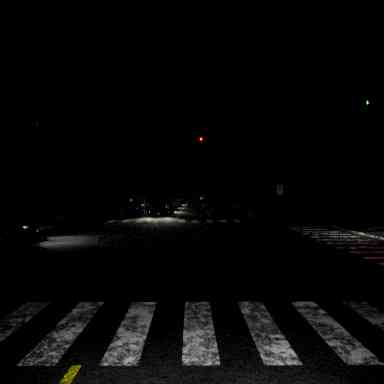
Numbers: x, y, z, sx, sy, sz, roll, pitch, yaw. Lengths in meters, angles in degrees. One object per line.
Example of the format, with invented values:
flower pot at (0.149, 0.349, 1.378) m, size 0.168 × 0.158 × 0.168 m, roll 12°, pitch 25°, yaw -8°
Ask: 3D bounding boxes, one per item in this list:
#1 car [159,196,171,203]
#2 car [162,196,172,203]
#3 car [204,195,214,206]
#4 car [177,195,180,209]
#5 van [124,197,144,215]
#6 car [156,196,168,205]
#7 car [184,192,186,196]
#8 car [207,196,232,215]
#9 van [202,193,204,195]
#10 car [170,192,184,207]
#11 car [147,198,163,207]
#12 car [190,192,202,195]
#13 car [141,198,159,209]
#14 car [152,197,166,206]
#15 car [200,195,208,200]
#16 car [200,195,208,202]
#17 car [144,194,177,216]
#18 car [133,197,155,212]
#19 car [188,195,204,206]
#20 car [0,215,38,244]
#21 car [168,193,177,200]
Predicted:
car at (-5.441, 1.566, 67.382) m, size 1.947 × 1.339 × 4.313 m, roll 0°, pitch 0°, yaw 0°
car at (-5.406, 1.543, 73.049) m, size 1.887 × 1.381 × 4.507 m, roll 0°, pitch 0°, yaw 0°
car at (2.942, 1.443, 44.659) m, size 1.967 × 1.590 × 4.097 m, roll 0°, pitch 0°, yaw 0°
car at (-2.840, 1.481, 42.009) m, size 1.882 × 1.535 × 5.008 m, roll 0°, pitch 0°, yaw 1°
van at (-5.654, 1.343, 33.372) m, size 1.690 × 1.788 × 3.998 m, roll 0°, pitch 0°, yaw 0°
car at (-5.478, 1.527, 61.543) m, size 1.752 × 1.417 × 4.829 m, roll 0°, pitch 0°, yaw 0°
car at (-2.666, 1.354, 62.362) m, size 2.097 × 1.767 × 4.553 m, roll 0°, pitch 0°, yaw 1°
car at (2.871, 1.442, 33.321) m, size 1.967 × 1.590 × 4.097 m, roll 0°, pitch 0°, yaw 0°
van at (3.013, 1.344, 55.998) m, size 1.690 × 1.788 × 3.998 m, roll 0°, pitch 0°, yaw 0°
car at (-2.772, 1.225, 52.136) m, size 2.150 × 2.045 × 5.566 m, roll 0°, pitch 0°, yaw 1°
car at (-5.548, 1.585, 50.377) m, size 1.802 × 1.307 × 4.206 m, roll 0°, pitch 0°, yaw 0°
car at (0.459, 1.224, 73.961) m, size 2.150 × 2.045 × 5.566 m, roll 0°, pitch 0°, yaw 0°
car at (-5.583, 1.569, 44.709) m, size 1.947 × 1.339 × 4.313 m, roll 0°, pitch 0°, yaw 0°
car at (-5.512, 1.569, 56.045) m, size 1.947 × 1.339 × 4.313 m, roll 0°, pitch 0°, yaw 0°
car at (3.226, 1.558, 90.013) m, size 1.947 × 1.339 × 4.313 m, roll 0°, pitch 0°, yaw 0°
car at (2.843, 1.453, 79.507) m, size 1.801 × 1.575 × 5.366 m, roll 0°, pitch 0°, yaw 0°
car at (-2.944, 1.354, 32.071) m, size 2.097 × 1.767 × 4.553 m, roll 0°, pitch 0°, yaw 2°
car at (-5.619, 1.443, 39.041) m, size 1.967 × 1.590 × 4.097 m, roll 0°, pitch 0°, yaw 0°
car at (0.430, 1.567, 53.480) m, size 1.994 × 1.385 × 4.181 m, roll 0°, pitch 0°, yaw 0°
car at (-9.369, 1.512, 14.703) m, size 4.674 × 1.442 × 1.812 m, roll 0°, pitch 0°, yaw -14°
car at (-5.299, 1.307, 90.055) m, size 2.192 × 1.841 × 5.009 m, roll 0°, pitch 0°, yaw 0°
